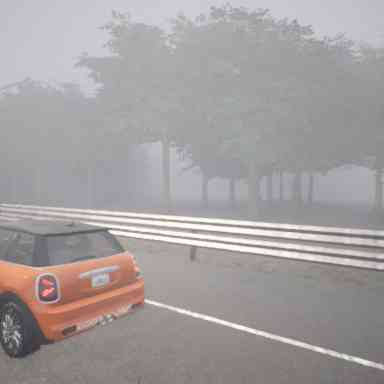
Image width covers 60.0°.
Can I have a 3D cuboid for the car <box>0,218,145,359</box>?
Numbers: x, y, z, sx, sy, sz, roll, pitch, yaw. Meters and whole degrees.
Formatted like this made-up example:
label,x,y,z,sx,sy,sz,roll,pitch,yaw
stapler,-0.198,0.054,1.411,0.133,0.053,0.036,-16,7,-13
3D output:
label,x,y,z,sx,sy,sz,roll,pitch,yaw
car,-3.043,1.286,6.135,4.553,1.767,2.097,1,0,37
